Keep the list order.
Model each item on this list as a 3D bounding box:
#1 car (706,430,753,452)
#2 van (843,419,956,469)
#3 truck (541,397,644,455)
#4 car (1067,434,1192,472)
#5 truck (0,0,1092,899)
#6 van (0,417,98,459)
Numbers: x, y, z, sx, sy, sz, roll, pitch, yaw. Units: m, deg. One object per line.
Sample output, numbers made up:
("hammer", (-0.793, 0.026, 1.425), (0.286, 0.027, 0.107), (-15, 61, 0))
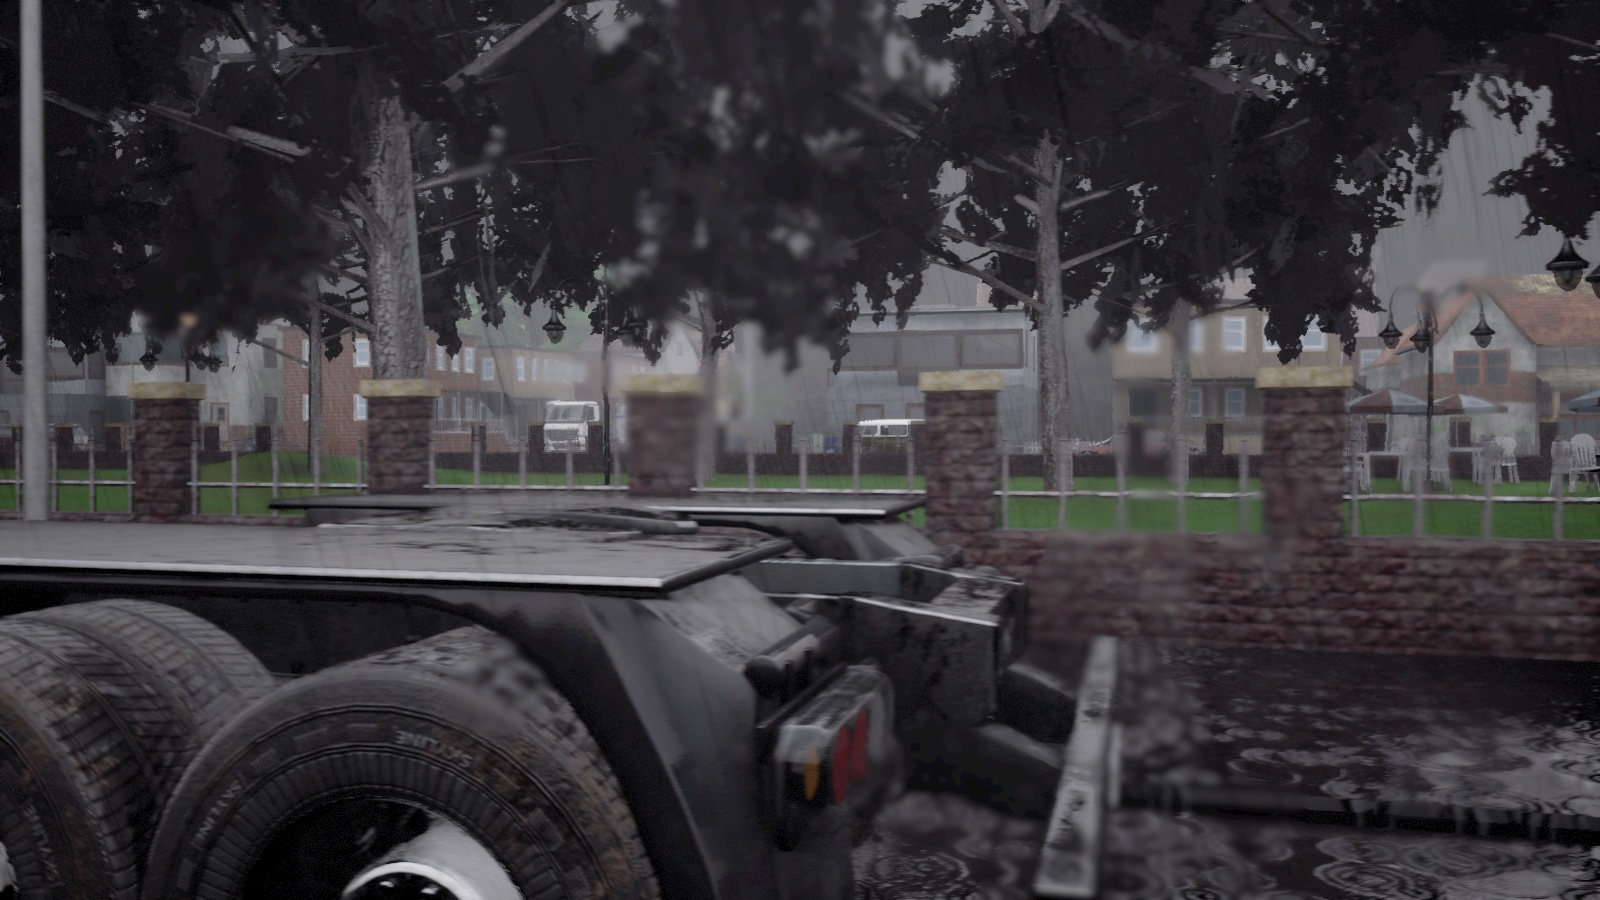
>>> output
("car", (-5.118, -0.681, 92.031), (1.882, 1.535, 5.008), (1, 1, 16))
("van", (4.241, -0.272, 53.436), (4.480, 2.038, 2.069), (1, 1, 16))
("truck", (-12.882, -1.474, 78.650), (2.891, 3.462, 7.936), (1, 1, 19))
("car", (13.355, 0.096, 50.911), (4.792, 1.488, 2.163), (0, 1, 16))
("truck", (-3.134, -0.243, 4.345), (7.936, 3.462, 2.891), (1, 1, 15))
("van", (-36.410, -0.586, 60.512), (4.442, 1.987, 1.775), (1, 1, 13))
